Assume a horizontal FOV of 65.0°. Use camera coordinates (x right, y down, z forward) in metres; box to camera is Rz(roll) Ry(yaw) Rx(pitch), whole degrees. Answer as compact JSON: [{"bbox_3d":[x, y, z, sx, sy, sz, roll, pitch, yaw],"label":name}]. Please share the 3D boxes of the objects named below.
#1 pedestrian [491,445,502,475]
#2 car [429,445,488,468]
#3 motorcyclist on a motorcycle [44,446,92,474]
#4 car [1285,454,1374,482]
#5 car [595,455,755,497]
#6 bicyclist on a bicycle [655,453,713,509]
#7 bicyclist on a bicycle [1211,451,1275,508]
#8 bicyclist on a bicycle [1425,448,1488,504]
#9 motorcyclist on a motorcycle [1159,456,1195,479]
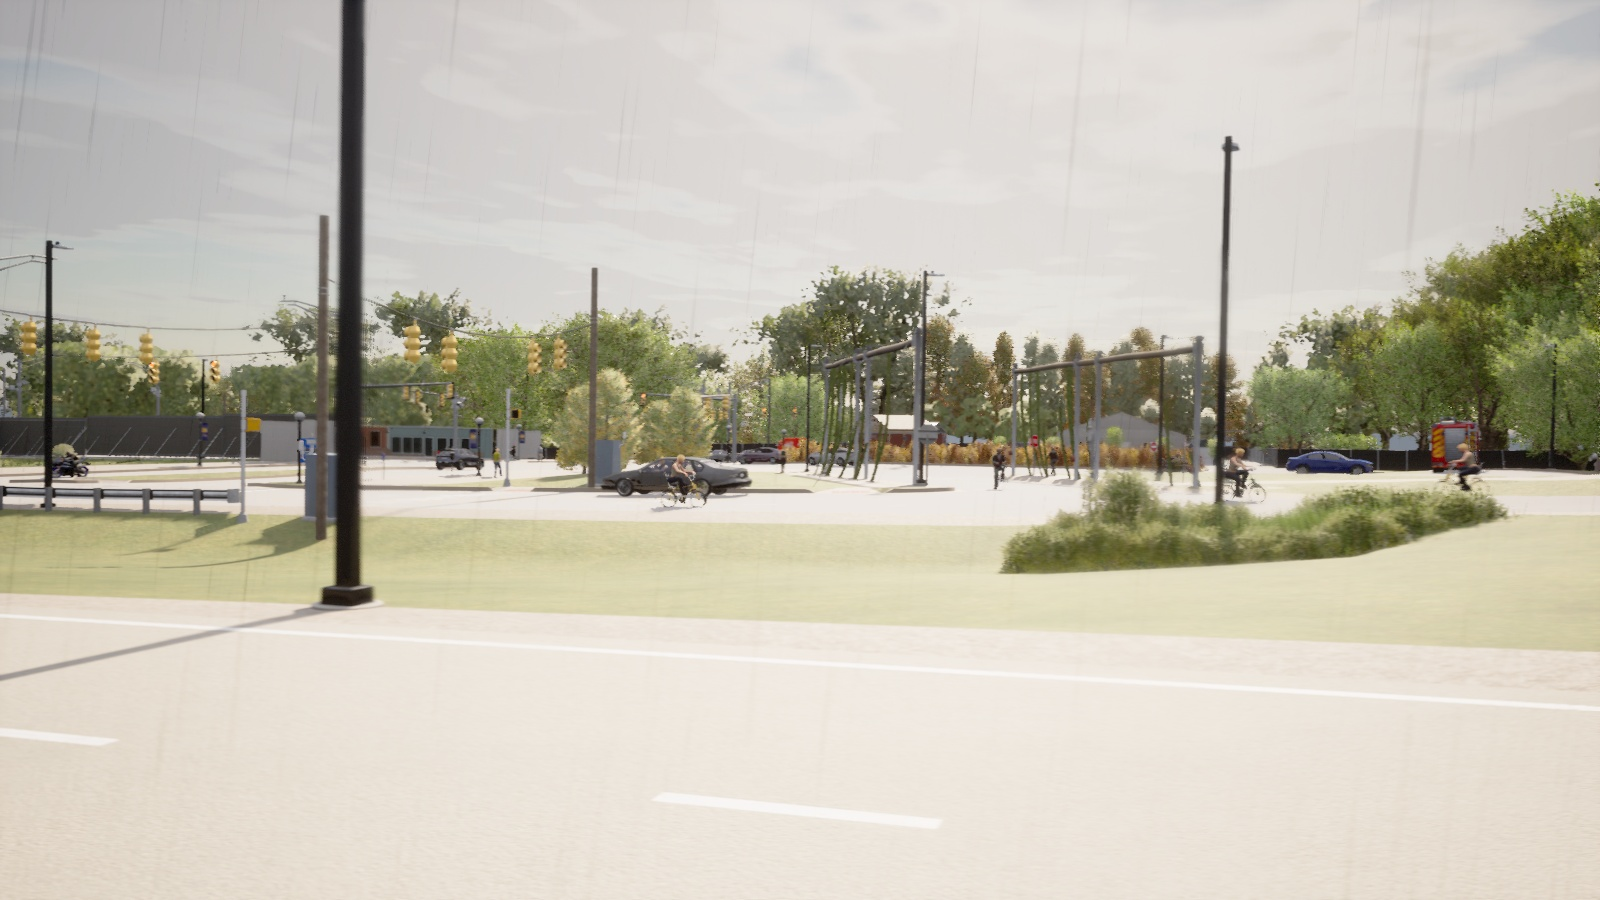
[{"bbox_3d":[-18.384,0.609,76.091,0.354,1.836,0.706,2,1,15],"label":"pedestrian"},{"bbox_3d":[-25.415,0.484,93.629,2.033,1.649,4.856,1,0,14],"label":"car"},{"bbox_3d":[-40.156,0.524,68.923,0.866,1.530,2.191,1,1,24],"label":"motorcyclist on a motorcycle"},{"bbox_3d":[32.643,1.084,77.409,5.008,1.535,1.882,1,1,24],"label":"car"},{"bbox_3d":[-4.497,0.915,45.185,5.357,1.411,2.033,0,1,18],"label":"car"},{"bbox_3d":[-3.461,0.908,37.492,1.509,1.612,0.866,0,1,18],"label":"bicyclist on a bicycle"},{"bbox_3d":[12.955,0.841,36.755,0.866,1.612,1.509,1,0,-43],"label":"bicyclist on a bicycle"},{"bbox_3d":[19.241,0.762,36.811,1.509,1.612,0.866,-1,0,38],"label":"bicyclist on a bicycle"},{"bbox_3d":[25.508,1.169,85.006,2.191,1.530,0.866,-1,-2,43],"label":"motorcyclist on a motorcycle"}]
